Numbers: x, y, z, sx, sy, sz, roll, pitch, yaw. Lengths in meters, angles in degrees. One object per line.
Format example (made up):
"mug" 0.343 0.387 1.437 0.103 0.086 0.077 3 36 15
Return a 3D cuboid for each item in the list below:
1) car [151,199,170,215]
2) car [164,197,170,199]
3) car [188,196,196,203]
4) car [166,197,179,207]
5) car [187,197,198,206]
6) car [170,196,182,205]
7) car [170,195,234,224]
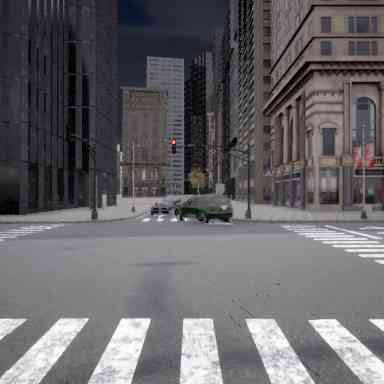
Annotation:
"car" -3.052 1.644 33.782 1.895 1.301 4.718 0 0 0
"car" -3.058 1.556 43.179 2.128 1.511 4.902 0 0 0
"car" -0.004 1.664 74.983 1.837 1.490 4.892 0 0 0
"car" -3.045 1.594 52.589 1.837 1.490 4.892 0 0 0
"car" 0.113 1.600 55.702 1.837 1.490 4.892 0 -1 0
"car" -2.995 1.598 62.738 1.882 1.535 5.008 0 0 0
"car" 0.821 1.251 25.422 2.150 2.045 5.566 -2 1 -33
